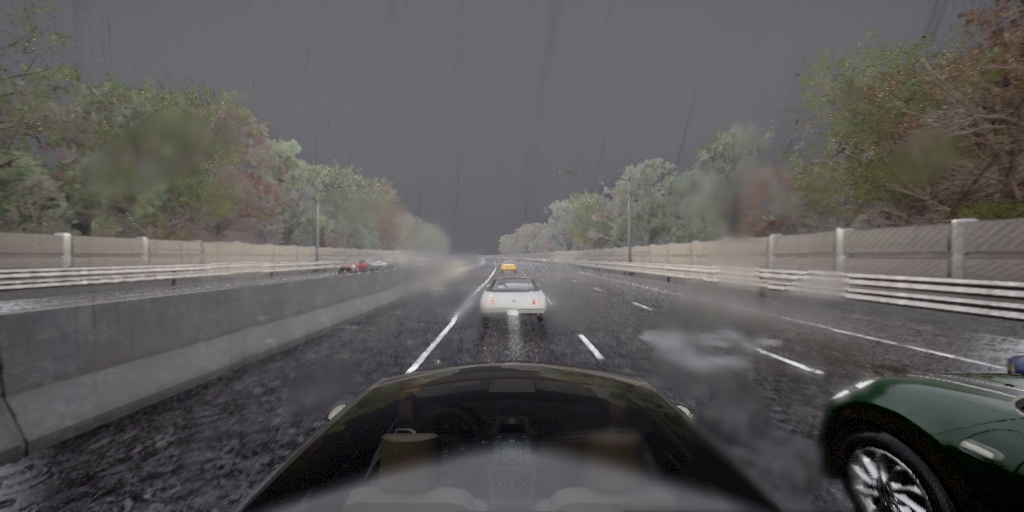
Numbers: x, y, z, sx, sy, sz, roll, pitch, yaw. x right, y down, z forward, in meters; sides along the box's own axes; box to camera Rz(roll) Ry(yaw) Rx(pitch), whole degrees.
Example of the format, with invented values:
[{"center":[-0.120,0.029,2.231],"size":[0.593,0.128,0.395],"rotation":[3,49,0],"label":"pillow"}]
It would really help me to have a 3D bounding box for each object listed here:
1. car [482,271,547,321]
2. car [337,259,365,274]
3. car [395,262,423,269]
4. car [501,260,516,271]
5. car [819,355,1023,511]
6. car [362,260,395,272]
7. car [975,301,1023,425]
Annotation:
[{"center":[0.057,1.355,12.422],"size":[1.895,1.301,4.718],"rotation":[0,0,0],"label":"car"},{"center":[-18.045,1.113,40.959],"size":[2.097,1.767,4.553],"rotation":[0,0,-1],"label":"car"},{"center":[-11.021,1.363,39.809],"size":[1.895,1.301,4.718],"rotation":[0,0,-1],"label":"car"},{"center":[-0.442,1.222,44.664],"size":[1.801,1.575,5.366],"rotation":[0,0,-1],"label":"car"},{"center":[3.592,1.100,1.058],"size":[2.097,1.767,4.553],"rotation":[0,0,0],"label":"car"},{"center":[-14.533,1.310,40.379],"size":[2.033,1.411,5.357],"rotation":[0,0,-1],"label":"car"},{"center":[7.096,1.296,2.028],"size":[2.033,1.411,5.357],"rotation":[0,0,0],"label":"car"}]
